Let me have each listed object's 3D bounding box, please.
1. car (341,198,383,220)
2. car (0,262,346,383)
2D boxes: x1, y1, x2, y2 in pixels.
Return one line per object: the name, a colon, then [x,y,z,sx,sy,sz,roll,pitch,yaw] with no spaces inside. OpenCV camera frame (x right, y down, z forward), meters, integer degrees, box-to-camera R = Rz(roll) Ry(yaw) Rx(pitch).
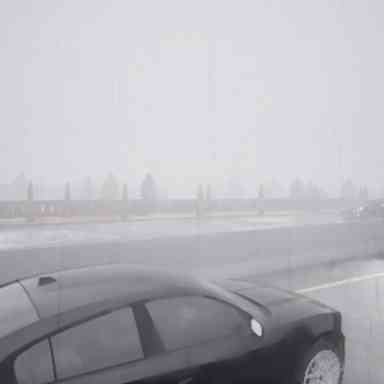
car: [14.229,1.320,26.630,4.553,1.767,2.097,0,0,-20]
car: [-0.517,1.464,3.212,5.008,1.535,1.882,0,0,-35]
